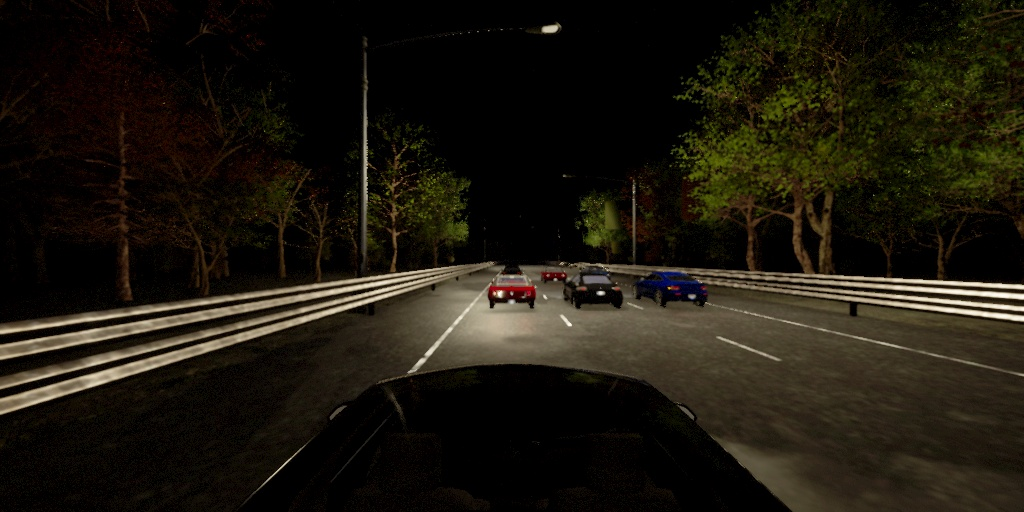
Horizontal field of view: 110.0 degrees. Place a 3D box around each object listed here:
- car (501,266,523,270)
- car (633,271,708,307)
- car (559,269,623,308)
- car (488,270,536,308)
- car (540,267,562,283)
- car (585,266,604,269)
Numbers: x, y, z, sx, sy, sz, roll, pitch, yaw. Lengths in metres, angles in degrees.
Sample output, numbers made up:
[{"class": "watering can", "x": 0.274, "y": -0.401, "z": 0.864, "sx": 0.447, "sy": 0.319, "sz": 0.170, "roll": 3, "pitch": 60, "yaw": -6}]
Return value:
[{"class": "car", "x": -0.003, "y": 1.554, "z": 31.216, "sx": 1.812, "sy": 1.442, "sz": 4.674, "roll": 0, "pitch": 0, "yaw": 0}, {"class": "car", "x": 7.001, "y": 1.414, "z": 16.232, "sx": 1.812, "sy": 1.442, "sz": 4.674, "roll": 0, "pitch": 0, "yaw": 0}, {"class": "car", "x": 3.504, "y": 1.452, "z": 16.143, "sx": 1.994, "sy": 1.385, "sz": 4.181, "roll": 0, "pitch": 0, "yaw": 0}, {"class": "car", "x": -0.003, "y": 1.487, "z": 15.940, "sx": 1.895, "sy": 1.301, "sz": 4.718, "roll": 0, "pitch": 0, "yaw": 0}, {"class": "car", "x": 3.494, "y": 1.626, "z": 30.938, "sx": 1.895, "sy": 1.301, "sz": 4.718, "roll": 0, "pitch": 0, "yaw": 0}, {"class": "car", "x": 6.993, "y": 1.572, "z": 30.823, "sx": 2.033, "sy": 1.411, "sz": 5.357, "roll": 0, "pitch": 0, "yaw": 0}]
